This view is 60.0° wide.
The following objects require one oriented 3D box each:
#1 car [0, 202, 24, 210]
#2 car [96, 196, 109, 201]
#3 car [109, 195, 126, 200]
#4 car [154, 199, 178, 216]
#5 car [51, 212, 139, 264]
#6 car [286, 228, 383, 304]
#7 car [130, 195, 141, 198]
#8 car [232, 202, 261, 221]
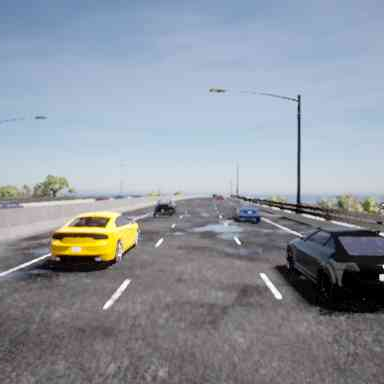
[{"bbox_3d":[-13.508,1.450,23.585,2.033,1.411,5.357,0,0,2],"label":"car"},{"bbox_3d":[-18.342,1.448,68.516,1.994,1.385,4.181,0,0,3],"label":"car"},{"bbox_3d":[-14.849,1.439,68.297,1.812,1.442,4.674,0,0,3],"label":"car"},{"bbox_3d":[-2.495,1.451,32.044,2.128,1.511,4.902,0,0,2],"label":"car"},{"bbox_3d":[-3.156,1.447,11.750,1.882,1.535,5.008,0,0,2],"label":"car"},{"bbox_3d":[3.748,1.576,8.248,1.994,1.385,4.181,0,0,1],"label":"car"},{"bbox_3d":[-11.356,1.433,68.078,1.837,1.490,4.892,0,0,3],"label":"car"},{"bbox_3d":[4.311,1.546,26.789,2.033,1.411,5.357,0,0,2],"label":"car"}]
